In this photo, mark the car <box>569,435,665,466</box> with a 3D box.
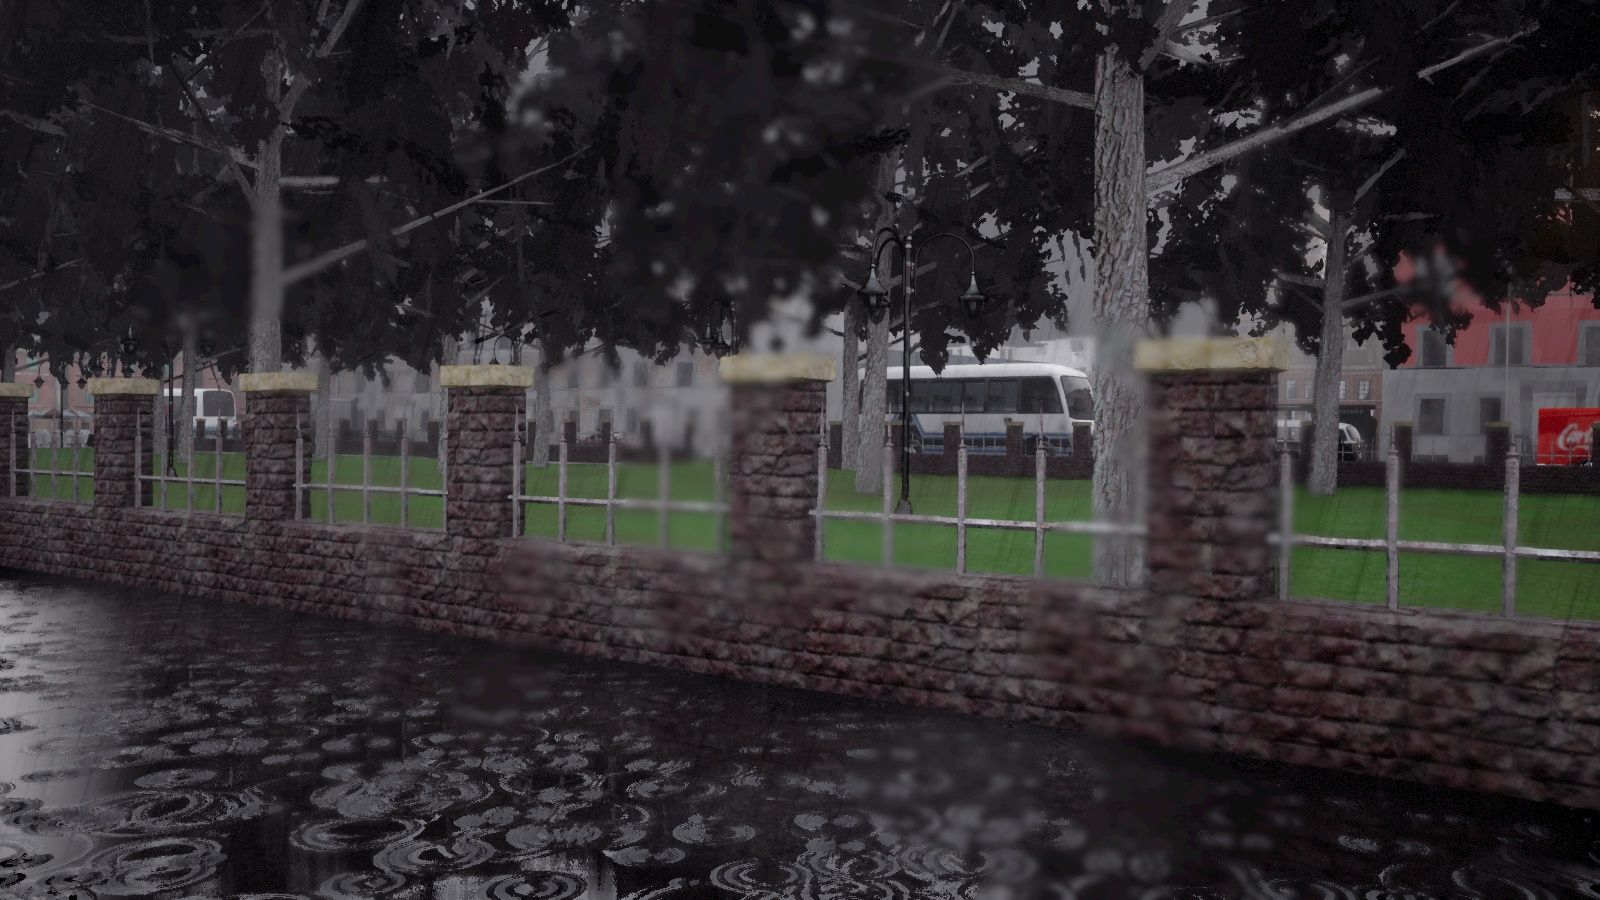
[{"bbox_3d":[-8.956,0.001,61.315,4.674,1.442,1.812,0,1,36],"label":"car"}]

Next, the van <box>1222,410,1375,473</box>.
[{"bbox_3d":[16.983,-0.284,42.855,4.480,2.038,2.069,0,1,35],"label":"van"}]

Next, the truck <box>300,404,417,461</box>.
[{"bbox_3d":[-28.074,-1.088,79.768,7.936,3.462,2.891,0,1,35],"label":"truck"}]

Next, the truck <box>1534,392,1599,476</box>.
[{"bbox_3d":[24.907,-0.489,37.226,5.204,2.467,2.627,0,1,36],"label":"truck"}]

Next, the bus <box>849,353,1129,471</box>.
[{"bbox_3d":[7.328,-1.390,49.699,10.273,4.253,3.944,0,1,35],"label":"bus"}]
